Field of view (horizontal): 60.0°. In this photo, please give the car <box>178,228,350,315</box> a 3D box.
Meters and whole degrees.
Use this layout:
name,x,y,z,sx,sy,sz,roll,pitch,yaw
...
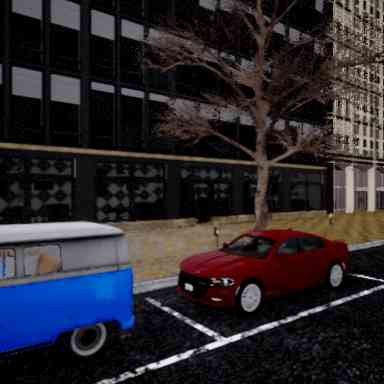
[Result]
name,x,y,z,sx,sy,sz,roll,pitch,yaw
car,1.774,1.546,7.559,4.507,1.381,1.887,0,0,-36

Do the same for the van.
name,x,y,z,sx,sy,sz,roll,pitch,yaw
van,-2.734,1.342,4.328,3.998,1.788,1.690,0,0,-36
